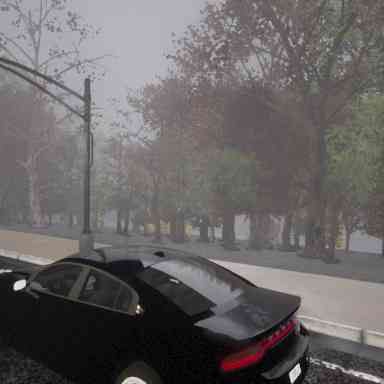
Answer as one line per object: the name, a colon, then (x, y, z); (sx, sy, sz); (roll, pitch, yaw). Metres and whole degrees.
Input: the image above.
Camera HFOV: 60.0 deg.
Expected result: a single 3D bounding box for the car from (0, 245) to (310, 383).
car: (-1.056, 1.477, 4.495); (5.008, 1.535, 1.882); (0, 0, 36)
